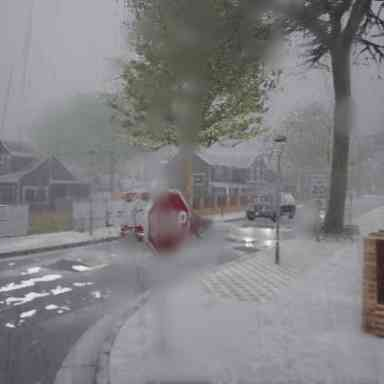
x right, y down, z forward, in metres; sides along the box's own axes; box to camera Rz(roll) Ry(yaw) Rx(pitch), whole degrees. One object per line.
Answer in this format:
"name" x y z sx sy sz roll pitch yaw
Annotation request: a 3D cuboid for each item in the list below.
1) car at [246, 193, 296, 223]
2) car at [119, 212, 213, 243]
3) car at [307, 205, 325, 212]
"car" 6.091 1.093 25.167 2.150 2.045 5.566 2 2 35
"car" -1.028 1.538 15.075 1.895 1.301 4.718 2 1 35
"car" 14.128 1.303 36.512 1.812 1.442 4.674 2 1 36
